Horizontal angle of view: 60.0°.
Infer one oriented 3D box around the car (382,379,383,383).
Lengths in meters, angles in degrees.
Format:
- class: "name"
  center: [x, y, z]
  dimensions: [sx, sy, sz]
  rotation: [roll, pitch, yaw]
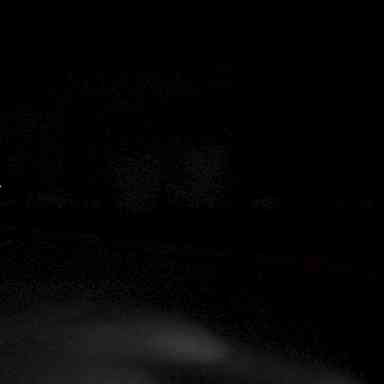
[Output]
- class: "car"
  center: [3.521, 1.585, 1.469]
  dimensions: [4.718, 1.301, 1.895]
  rotation: [-1, 0, 36]
